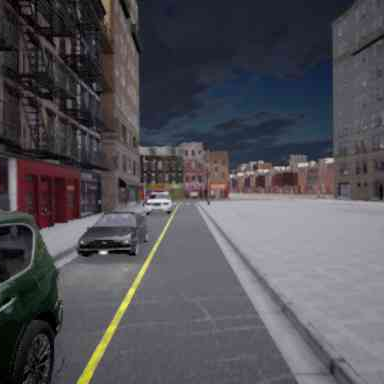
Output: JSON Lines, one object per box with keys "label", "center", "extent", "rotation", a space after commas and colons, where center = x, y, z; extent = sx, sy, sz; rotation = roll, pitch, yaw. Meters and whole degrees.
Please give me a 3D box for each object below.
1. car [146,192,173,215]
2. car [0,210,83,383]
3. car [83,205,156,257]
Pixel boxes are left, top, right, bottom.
{"label": "car", "center": [-3.009, 1.010, 31.257], "extent": [2.150, 2.045, 5.566], "rotation": [-1, 0, 0]}
{"label": "car", "center": [-2.604, 1.234, 1.853], "extent": [2.150, 2.045, 5.566], "rotation": [-1, 0, -1]}
{"label": "car", "center": [-2.774, 1.471, 12.938], "extent": [2.033, 1.411, 5.357], "rotation": [-1, 0, -1]}
